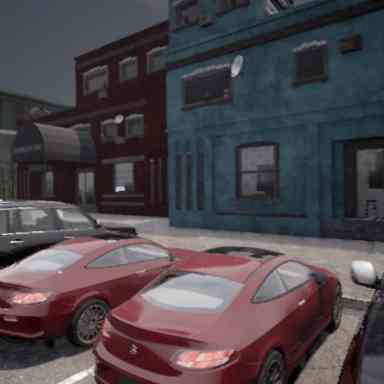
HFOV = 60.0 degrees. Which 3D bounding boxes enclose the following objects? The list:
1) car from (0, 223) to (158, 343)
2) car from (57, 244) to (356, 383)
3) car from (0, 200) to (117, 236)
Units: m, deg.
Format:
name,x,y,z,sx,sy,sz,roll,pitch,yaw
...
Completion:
name,x,y,z,sx,sy,sz,roll,pitch,yaw
car,-1.419,1.520,6.363,2.002,1.452,4.674,0,0,35
car,0.791,1.519,4.787,2.002,1.452,4.674,0,0,36
car,-3.664,1.230,8.002,2.435,2.045,5.566,0,0,35
